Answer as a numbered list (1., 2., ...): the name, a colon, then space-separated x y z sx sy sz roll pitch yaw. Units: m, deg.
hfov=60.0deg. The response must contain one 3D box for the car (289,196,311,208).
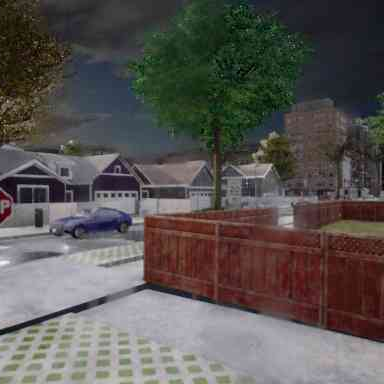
1. car: 15.043 1.371 46.034 1.837 1.490 4.892 0 0 35

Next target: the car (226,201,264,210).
1. car: 5.289 1.594 32.494 2.033 1.411 5.357 0 0 35

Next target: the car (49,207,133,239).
1. car: -5.219 1.556 17.741 1.812 1.442 4.674 0 0 35
